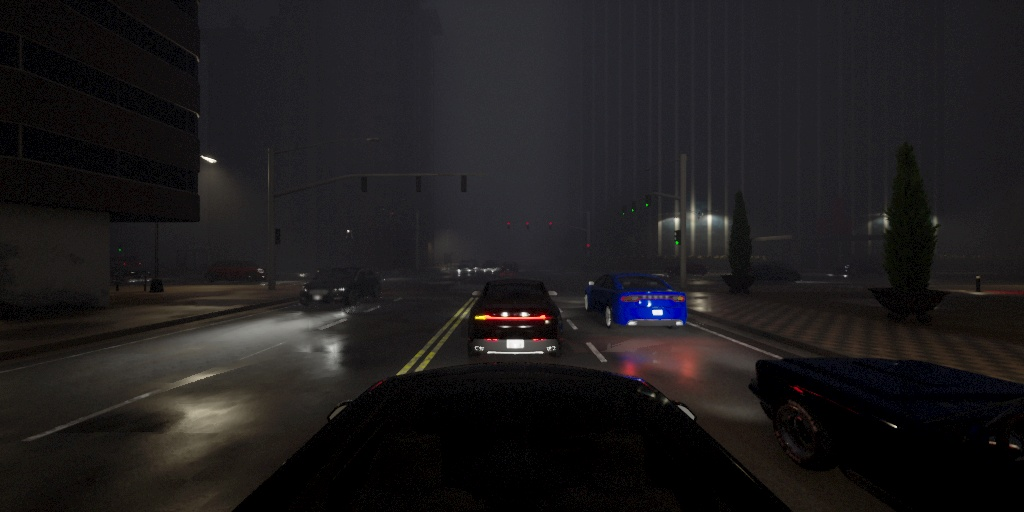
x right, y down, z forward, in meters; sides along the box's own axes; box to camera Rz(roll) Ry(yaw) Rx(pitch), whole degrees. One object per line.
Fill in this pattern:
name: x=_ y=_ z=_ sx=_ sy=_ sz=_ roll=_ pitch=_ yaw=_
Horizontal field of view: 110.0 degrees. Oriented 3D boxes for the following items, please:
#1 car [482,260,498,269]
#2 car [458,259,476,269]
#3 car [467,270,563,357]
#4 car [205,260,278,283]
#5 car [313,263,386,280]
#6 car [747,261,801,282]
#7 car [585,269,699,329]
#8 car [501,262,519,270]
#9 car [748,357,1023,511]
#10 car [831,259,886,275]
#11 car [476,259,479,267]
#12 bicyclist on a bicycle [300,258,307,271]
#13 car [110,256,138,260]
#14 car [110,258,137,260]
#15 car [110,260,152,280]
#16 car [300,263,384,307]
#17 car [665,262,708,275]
car: x=-3.591 y=1.333 z=57.155 sx=1.994 sy=1.385 sz=4.181 roll=0 pitch=0 yaw=0
car: x=-7.091 y=1.294 z=55.285 sx=1.812 sy=1.442 sz=4.674 roll=0 pitch=0 yaw=0
car: x=0.062 y=1.257 z=8.549 sx=1.837 sy=1.490 sz=4.892 roll=0 pitch=0 yaw=0
car: x=-20.629 y=1.111 z=27.502 sx=4.553 sy=1.767 sz=2.097 roll=0 pitch=0 yaw=-1
car: x=-13.984 y=1.308 z=31.067 sx=5.357 sy=1.411 sz=2.033 roll=0 pitch=0 yaw=-1
car: x=19.898 y=1.323 z=27.910 sx=4.181 sy=1.385 sz=1.994 roll=0 pitch=0 yaw=-1
car: x=3.575 y=1.231 z=11.238 sx=1.882 sy=1.535 sz=5.008 roll=0 pitch=0 yaw=0
car: x=-0.200 y=1.366 z=46.427 sx=1.895 sy=1.301 sz=4.718 roll=0 pitch=0 yaw=8
car: x=3.601 y=1.351 z=1.893 sx=1.895 sy=1.301 sz=4.718 roll=0 pitch=0 yaw=0
car: x=37.391 y=1.116 z=38.776 sx=4.553 sy=1.767 sz=2.097 roll=0 pitch=0 yaw=0
car: x=-7.062 y=1.277 z=64.541 sx=1.837 sy=1.490 sz=4.892 roll=0 pitch=0 yaw=0
bicyclist on a bicycle: x=-26.420 y=1.066 z=45.426 sx=0.582 sy=1.620 sz=1.656 roll=0 pitch=0 yaw=-1
car: x=-42.680 y=0.984 z=37.953 sx=5.566 sy=2.045 sz=2.150 roll=0 pitch=0 yaw=1
car: x=-39.824 y=1.239 z=34.505 sx=5.008 sy=1.535 sz=1.882 roll=0 pitch=0 yaw=-1
car: x=-34.500 y=1.307 z=30.876 sx=5.357 sy=1.411 sz=2.033 roll=0 pitch=0 yaw=0
car: x=-7.145 y=1.246 z=15.486 sx=2.128 sy=1.511 sz=4.902 roll=0 pitch=0 yaw=-2
car: x=18.706 y=1.327 z=38.598 sx=4.181 sy=1.385 sz=1.994 roll=0 pitch=0 yaw=-1
